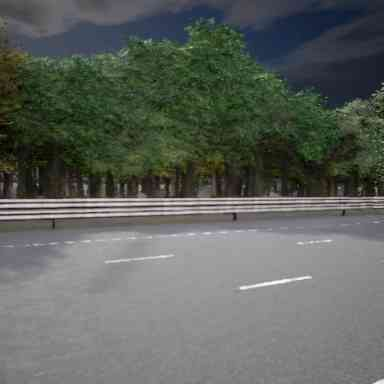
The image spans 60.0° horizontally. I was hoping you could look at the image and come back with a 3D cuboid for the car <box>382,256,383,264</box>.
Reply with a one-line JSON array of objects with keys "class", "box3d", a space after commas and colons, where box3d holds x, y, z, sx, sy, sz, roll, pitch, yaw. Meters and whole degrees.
[{"class": "car", "box3d": [6.880, 1.391, 8.292, 4.902, 1.511, 2.128, 0, 2, -29]}]
